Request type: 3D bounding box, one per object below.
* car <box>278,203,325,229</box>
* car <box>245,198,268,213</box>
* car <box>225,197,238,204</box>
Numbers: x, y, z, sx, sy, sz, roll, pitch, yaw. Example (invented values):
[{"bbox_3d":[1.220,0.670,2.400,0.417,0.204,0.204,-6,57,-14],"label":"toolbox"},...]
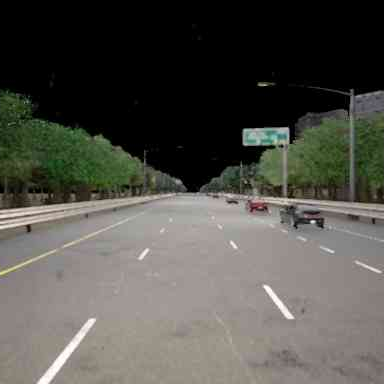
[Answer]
[{"bbox_3d":[7.033,1.497,21.738,1.837,1.490,4.892,0,0,0],"label":"car"},{"bbox_3d":[7.086,1.470,36.849,1.882,1.535,5.008,0,0,0],"label":"car"},{"bbox_3d":[7.186,1.544,61.351,1.895,1.301,4.718,0,0,0],"label":"car"}]
